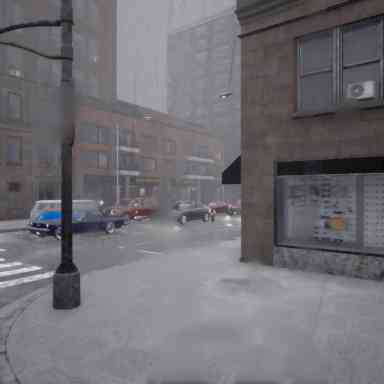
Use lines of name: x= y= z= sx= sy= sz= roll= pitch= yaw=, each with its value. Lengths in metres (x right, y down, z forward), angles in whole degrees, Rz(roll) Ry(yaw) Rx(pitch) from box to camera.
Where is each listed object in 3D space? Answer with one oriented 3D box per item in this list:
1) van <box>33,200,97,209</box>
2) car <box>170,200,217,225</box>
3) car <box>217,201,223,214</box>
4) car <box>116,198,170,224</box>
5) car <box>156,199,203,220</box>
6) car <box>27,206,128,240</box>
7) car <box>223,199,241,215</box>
van: x=-7.526 y=1.358 z=19.736 sx=1.690 sy=1.788 sz=3.998 roll=0 pitch=0 yaw=36
car: x=-0.418 y=1.529 z=24.862 sx=1.837 sy=1.490 sz=4.892 roll=0 pitch=0 yaw=36
car: x=2.307 y=1.576 z=33.343 sx=1.887 sy=1.381 sz=4.507 roll=0 pitch=0 yaw=36
car: x=-4.248 y=1.337 z=24.272 sx=2.192 sy=1.841 sz=5.009 roll=0 pitch=0 yaw=36
car: x=-0.971 y=1.467 z=28.808 sx=1.967 sy=1.590 sz=4.097 roll=0 pitch=0 yaw=36
car: x=-5.889 y=1.617 z=17.333 sx=1.895 sy=1.301 sz=4.718 roll=0 pitch=0 yaw=37
car: x=5.354 y=1.384 z=32.836 sx=2.097 sy=1.767 sz=4.553 roll=0 pitch=0 yaw=36
